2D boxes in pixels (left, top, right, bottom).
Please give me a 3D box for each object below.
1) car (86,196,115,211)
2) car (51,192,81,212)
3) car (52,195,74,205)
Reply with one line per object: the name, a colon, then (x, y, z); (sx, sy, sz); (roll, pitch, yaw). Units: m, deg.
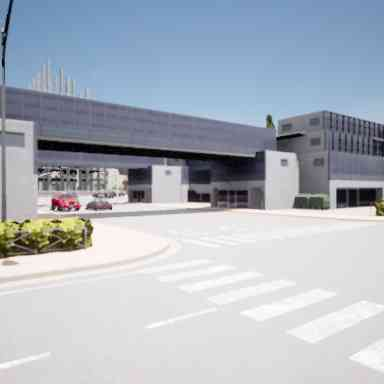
car: (-10.880, 1.490, 38.964); (1.994, 1.385, 4.181); (0, 0, -36)
car: (-14.549, 1.166, 38.061); (2.150, 2.045, 5.566); (0, 0, -36)
car: (-20.267, 1.184, 52.082); (2.033, 1.411, 5.357); (0, 0, -36)
